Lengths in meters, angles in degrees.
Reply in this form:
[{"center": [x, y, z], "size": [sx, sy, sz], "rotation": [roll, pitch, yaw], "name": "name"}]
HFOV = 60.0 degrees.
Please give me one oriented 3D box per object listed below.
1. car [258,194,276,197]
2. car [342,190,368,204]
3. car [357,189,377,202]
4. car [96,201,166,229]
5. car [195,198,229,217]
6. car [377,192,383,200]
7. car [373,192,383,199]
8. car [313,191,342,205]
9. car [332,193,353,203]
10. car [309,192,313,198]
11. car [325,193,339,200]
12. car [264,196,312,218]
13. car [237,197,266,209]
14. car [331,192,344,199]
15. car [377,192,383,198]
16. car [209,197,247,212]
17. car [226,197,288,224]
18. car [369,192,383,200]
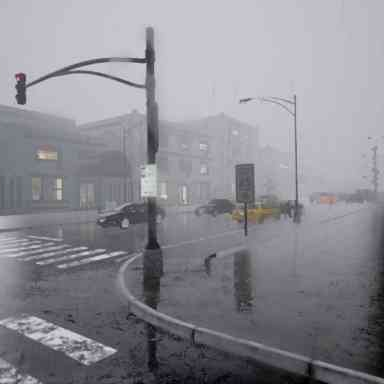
[{"center": [8.162, 1.036, 36.884], "size": [2.097, 1.767, 4.553], "rotation": [-1, 0, 36], "name": "car"}, {"center": [22.845, 0.924, 46.490], "size": [1.837, 1.490, 4.892], "rotation": [-1, 0, 36], "name": "car"}, {"center": [26.940, 0.576, 52.201], "size": [2.150, 2.045, 5.566], "rotation": [-1, 0, 36], "name": "car"}, {"center": [-3.661, 1.378, 20.628], "size": [1.837, 1.490, 4.892], "rotation": [-1, 0, 36], "name": "car"}, {"center": [2.125, 1.306, 28.574], "size": [1.812, 1.442, 4.674], "rotation": [-1, 0, 36], "name": "car"}, {"center": [33.549, 0.570, 61.988], "size": [2.192, 1.841, 5.009], "rotation": [-1, 0, 36], "name": "car"}, {"center": [40.055, 0.720, 70.942], "size": [1.947, 1.339, 4.313], "rotation": [-1, 0, 36], "name": "car"}, {"center": [19.002, 0.849, 46.384], "size": [2.097, 1.767, 4.553], "rotation": [-1, 0, 35], "name": "car"}, {"center": [24.463, 0.901, 53.906], "size": [2.128, 1.511, 4.902], "rotation": [-1, 0, 36], "name": "car"}, {"center": [23.519, 0.768, 62.439], "size": [2.192, 1.841, 5.009], "rotation": [-1, 0, 36], "name": "car"}, {"center": [30.026, 0.935, 71.392], "size": [1.802, 1.307, 4.206], "rotation": [-1, 0, 36], "name": "car"}, {"center": [7.536, 1.217, 26.178], "size": [2.008, 1.369, 4.403], "rotation": [-1, 0, 36], "name": "car"}, {"center": [7.264, 1.293, 40.058], "size": [1.802, 1.307, 4.206], "rotation": [-1, 0, 36], "name": "car"}, {"center": [33.277, 0.743, 75.868], "size": [1.967, 1.590, 4.097], "rotation": [-1, 0, 36], "name": "car"}, {"center": [43.133, 0.652, 75.166], "size": [1.887, 1.381, 4.507], "rotation": [-1, 0, 36], "name": "car"}, {"center": [3.911, 1.289, 35.443], "size": [1.752, 1.417, 4.829], "rotation": [-1, 0, 36], "name": "car"}, {"center": [4.384, 1.242, 21.839], "size": [1.752, 1.417, 4.829], "rotation": [-1, 0, 36], "name": "car"}, {"center": [36.803, 0.770, 66.465], "size": [1.947, 1.339, 4.313], "rotation": [-1, 0, 36], "name": "car"}]
